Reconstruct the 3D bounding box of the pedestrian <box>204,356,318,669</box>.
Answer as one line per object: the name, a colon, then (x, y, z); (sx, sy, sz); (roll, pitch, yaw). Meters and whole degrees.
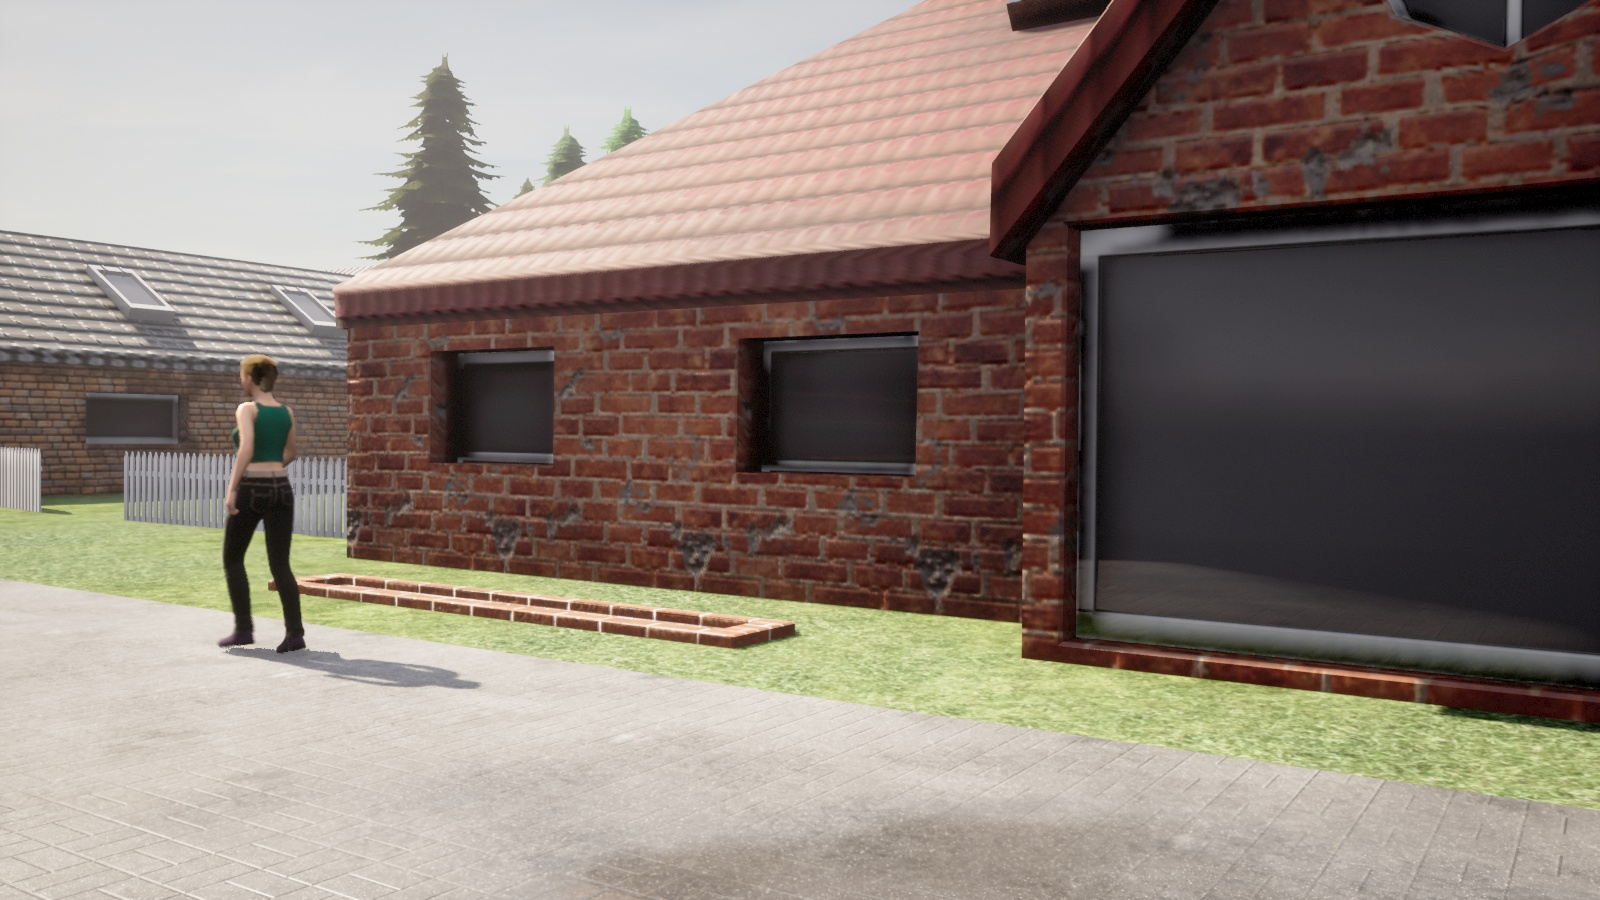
pedestrian: (-3.300, 0.366, 7.686); (0.594, 1.836, 0.345); (0, 1, 32)
